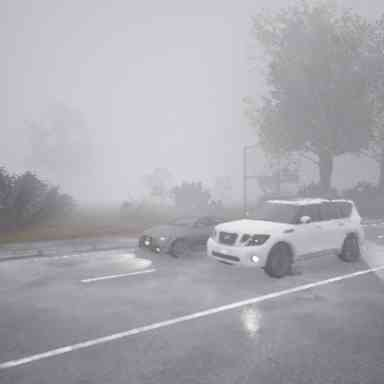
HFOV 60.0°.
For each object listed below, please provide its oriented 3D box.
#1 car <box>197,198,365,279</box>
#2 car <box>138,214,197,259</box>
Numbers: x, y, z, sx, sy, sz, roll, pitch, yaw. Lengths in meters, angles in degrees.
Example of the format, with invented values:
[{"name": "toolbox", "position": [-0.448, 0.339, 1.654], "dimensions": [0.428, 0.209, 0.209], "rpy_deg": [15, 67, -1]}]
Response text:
[{"name": "car", "position": [3.134, 1.220, 10.397], "dimensions": [5.566, 2.045, 2.150], "rpy_deg": [0, 0, -34]}, {"name": "car", "position": [0.110, 1.559, 12.551], "dimensions": [4.181, 1.385, 1.994], "rpy_deg": [0, 0, -35]}]
